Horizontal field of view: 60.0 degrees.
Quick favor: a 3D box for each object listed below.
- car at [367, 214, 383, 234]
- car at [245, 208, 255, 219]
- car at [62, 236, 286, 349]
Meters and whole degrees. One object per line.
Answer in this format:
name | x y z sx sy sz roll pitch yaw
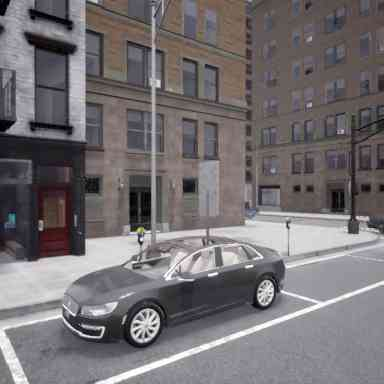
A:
car | 11.512 1.568 16.713 2.033 1.411 5.357 0 -1 -19
car | 3.529 1.640 29.749 1.812 1.442 4.674 0 0 -37
car | -0.087 1.551 6.193 4.403 1.369 2.008 0 0 -37
